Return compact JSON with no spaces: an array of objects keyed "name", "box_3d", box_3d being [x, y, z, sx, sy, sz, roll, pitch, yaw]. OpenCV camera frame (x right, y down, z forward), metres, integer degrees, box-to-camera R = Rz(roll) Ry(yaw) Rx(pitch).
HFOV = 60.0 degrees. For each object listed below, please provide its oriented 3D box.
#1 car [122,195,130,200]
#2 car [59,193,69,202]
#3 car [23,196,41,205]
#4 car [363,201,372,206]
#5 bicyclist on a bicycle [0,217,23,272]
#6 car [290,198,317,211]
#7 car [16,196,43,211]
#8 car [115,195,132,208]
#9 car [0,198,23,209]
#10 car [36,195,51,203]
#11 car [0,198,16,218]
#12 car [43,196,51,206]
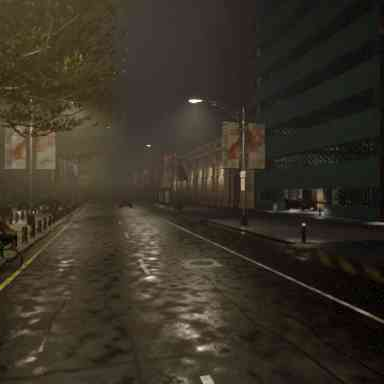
[{"name":"car","box_3d":[-18.444,1.595,92.738,1.895,1.301,4.718,0,0,-15]},{"name":"car","box_3d":[-27.066,1.225,67.941,2.150,2.045,5.566,0,0,-15]},{"name":"car","box_3d":[-28.326,1.477,58.958,1.882,1.535,5.008,0,0,-15]},{"name":"car","box_3d":[23.922,1.463,41.564,1.895,1.301,4.718,0,0,-15]},{"name":"bicyclist on a bicycle","box_3d":[-5.503,1.368,9.291,1.656,1.620,0.582,13,-3,-14]},{"name":"car","box_3d":[12.612,1.413,38.948,2.161,1.482,4.786,0,0,-15]},{"name":"car","box_3d":[-19.752,1.503,40.273,1.837,1.490,4.892,0,1,-15]},{"name":"car","box_3d":[-9.572,1.526,47.431,1.812,1.442,4.674,0,0,-15]},{"name":"car","box_3d":[-25.617,1.547,45.781,2.033,1.411,5.357,0,0,-2]},{"name":"car","box_3d":[-31.428,1.525,70.692,2.128,1.511,4.902,0,0,-15]},{"name":"car","box_3d":[-16.153,1.351,26.848,2.097,1.767,4.553,0,0,-15]},{"name":"car","box_3d":[-23.187,1.478,53.153,1.882,1.535,5.008,0,1,-15]}]
